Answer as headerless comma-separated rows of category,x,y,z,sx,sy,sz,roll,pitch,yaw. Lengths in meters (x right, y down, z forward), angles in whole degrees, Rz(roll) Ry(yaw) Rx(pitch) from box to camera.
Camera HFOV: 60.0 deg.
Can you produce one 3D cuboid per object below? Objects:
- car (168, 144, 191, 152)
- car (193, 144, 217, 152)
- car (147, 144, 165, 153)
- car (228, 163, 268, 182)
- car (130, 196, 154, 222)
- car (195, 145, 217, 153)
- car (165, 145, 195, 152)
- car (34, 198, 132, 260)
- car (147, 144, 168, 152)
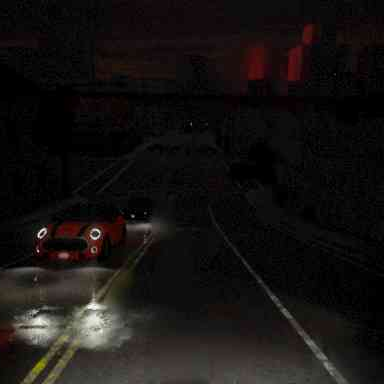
car,-2.533,-9.221,69.645,4.536,1.218,1.853,-9,17,-35
car,2.746,-9.315,70.425,4.536,1.218,1.853,8,15,27
car,-7.185,-9.137,69.624,4.974,1.542,2.038,14,18,42
car,7.399,-2.559,42.584,5.566,2.045,2.150,-2,14,-14
car,-3.731,1.117,23.314,1.837,1.490,4.892,1,4,0
car,2.789,-9.156,70.439,4.974,1.542,2.038,8,15,27
car,-2.577,-9.061,69.651,4.974,1.542,2.038,-9,17,-35
car,-3.688,1.236,11.776,2.097,1.767,4.553,1,0,-1
car,-7.220,-9.299,69.621,4.536,1.218,1.853,14,18,42
